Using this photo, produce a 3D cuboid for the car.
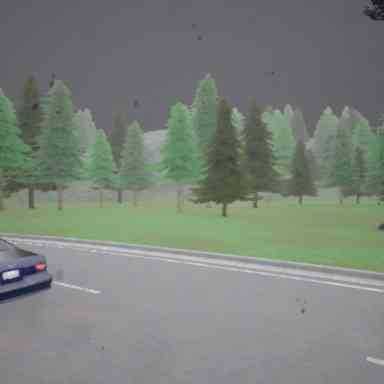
[{"bbox_3d":[-5.372,1.512,7.169,5.357,1.411,2.033,0,0,30],"label":"car"}]
